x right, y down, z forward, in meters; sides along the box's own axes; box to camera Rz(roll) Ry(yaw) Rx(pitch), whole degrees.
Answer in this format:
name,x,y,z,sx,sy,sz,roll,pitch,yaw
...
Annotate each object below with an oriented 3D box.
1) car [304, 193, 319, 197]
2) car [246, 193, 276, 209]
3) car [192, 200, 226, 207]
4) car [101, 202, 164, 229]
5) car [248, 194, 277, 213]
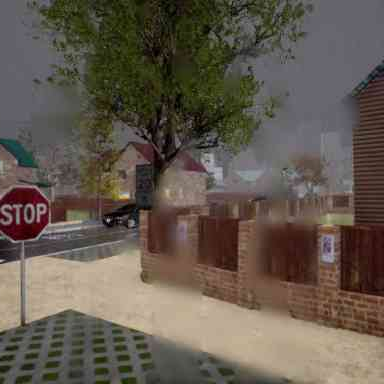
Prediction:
name,x,y,z,sx,sy,sz,roll,pitch,yaw
car,18.811,0.940,52.200,2.097,1.767,4.553,-1,0,31
car,8.541,1.098,40.971,2.097,1.767,4.553,-1,0,32
car,1.782,1.436,29.965,1.895,1.301,4.718,-1,0,31
car,-3.577,1.413,21.200,1.837,1.490,4.892,-1,0,31
car,7.517,1.245,33.709,1.837,1.490,4.892,-1,0,31
